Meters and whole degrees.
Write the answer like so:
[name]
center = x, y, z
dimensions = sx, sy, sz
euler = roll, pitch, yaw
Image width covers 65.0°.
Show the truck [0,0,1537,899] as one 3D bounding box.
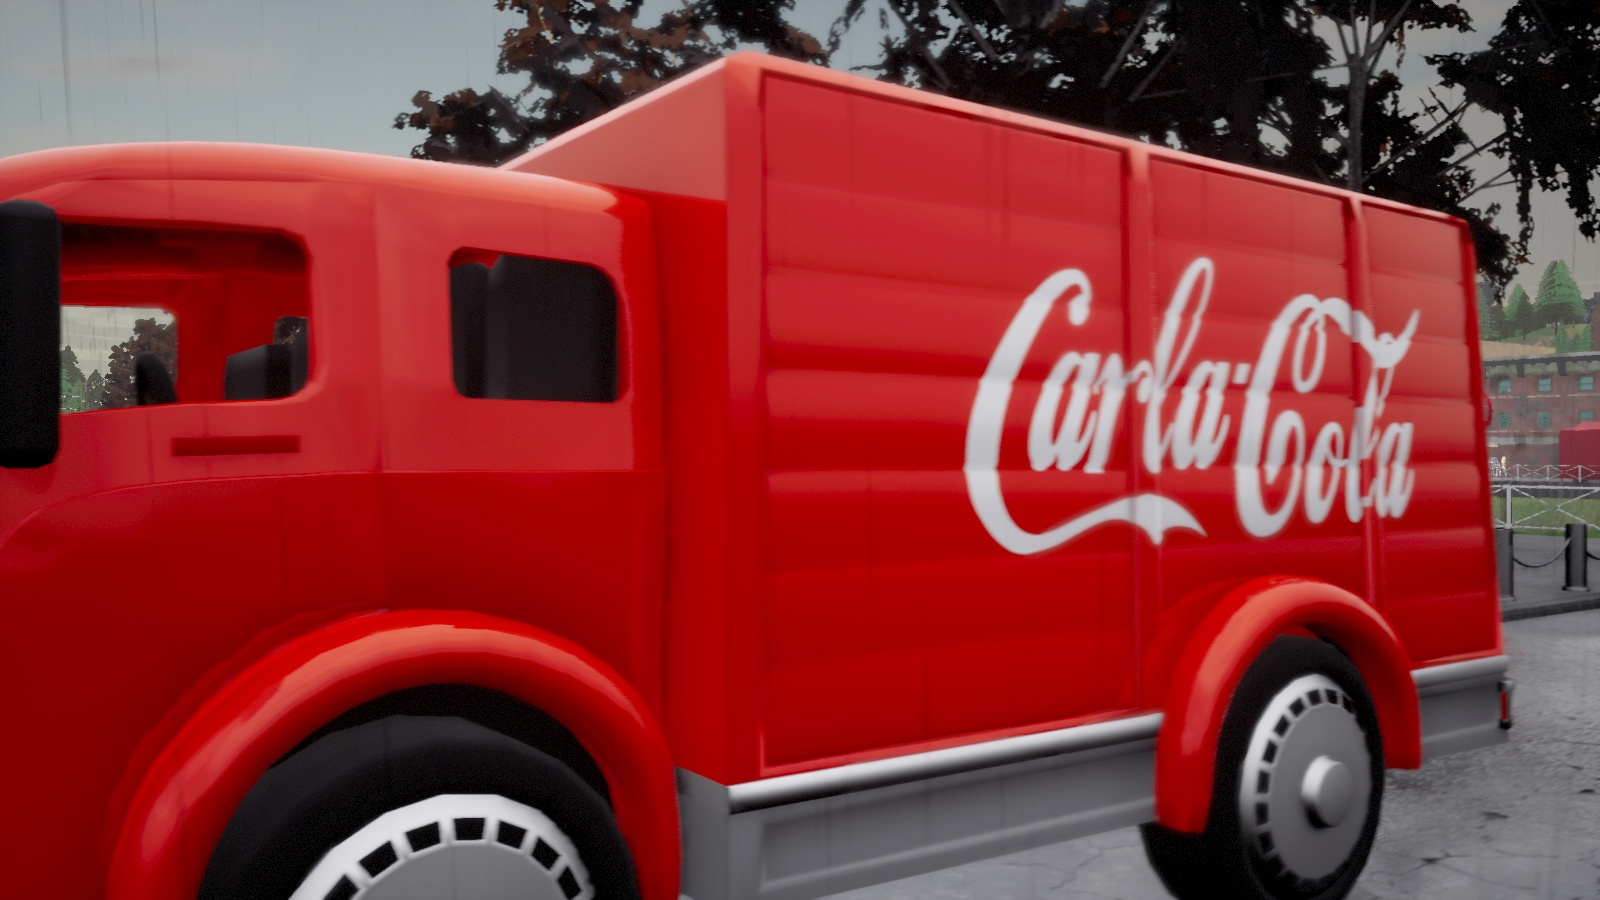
[truck]
center = -0.243, 0.269, 4.101
dimensions = 5.204, 2.467, 2.627
euler = 0, 0, -35
